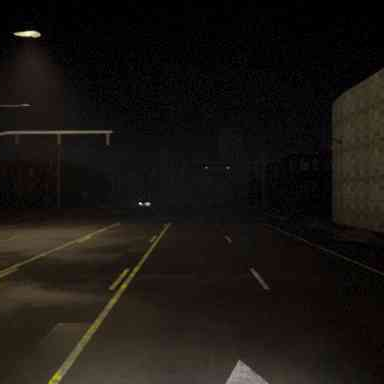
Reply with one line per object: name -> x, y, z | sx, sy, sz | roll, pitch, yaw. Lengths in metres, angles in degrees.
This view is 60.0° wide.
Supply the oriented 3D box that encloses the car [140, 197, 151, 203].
car -> -10.492, 1.756, 74.517 | 1.895, 1.301, 4.718 | 0, 0, 0
